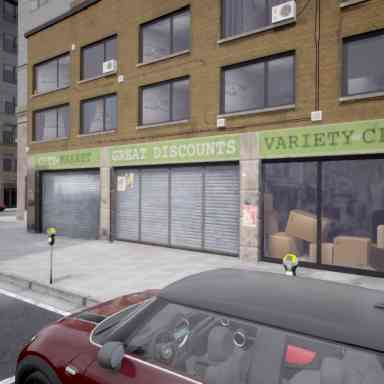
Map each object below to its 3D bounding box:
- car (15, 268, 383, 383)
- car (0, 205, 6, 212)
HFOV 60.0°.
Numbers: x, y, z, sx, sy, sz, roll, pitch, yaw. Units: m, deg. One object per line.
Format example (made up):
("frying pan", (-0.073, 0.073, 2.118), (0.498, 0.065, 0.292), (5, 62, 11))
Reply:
("car", (0.224, 1.440, 2.905), (4.097, 1.590, 1.967), (0, 1, 35))
("car", (-19.460, 1.457, 29.773), (1.895, 1.301, 4.718), (1, 1, 34))
